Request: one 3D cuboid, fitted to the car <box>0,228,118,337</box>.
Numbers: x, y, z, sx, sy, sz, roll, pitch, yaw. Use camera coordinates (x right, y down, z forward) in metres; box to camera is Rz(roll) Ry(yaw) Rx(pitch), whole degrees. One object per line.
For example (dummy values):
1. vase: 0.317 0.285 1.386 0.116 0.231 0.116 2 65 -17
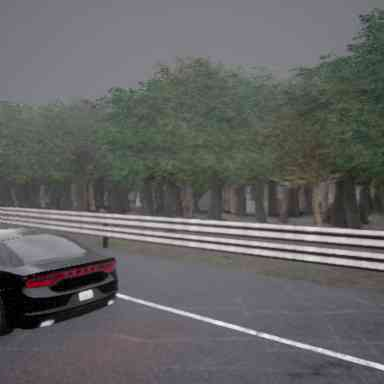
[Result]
1. car: -3.650 1.469 6.732 5.008 1.535 1.882 0 0 37
